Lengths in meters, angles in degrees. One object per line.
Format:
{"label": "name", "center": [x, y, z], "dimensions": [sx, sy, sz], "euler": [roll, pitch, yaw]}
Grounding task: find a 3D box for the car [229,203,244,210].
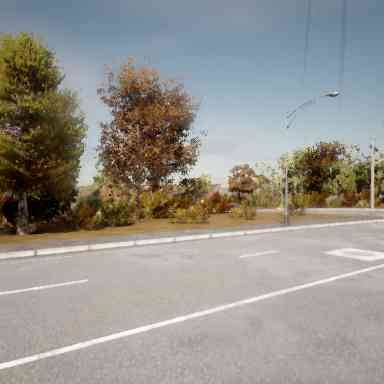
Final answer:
{"label": "car", "center": [6.531, 2.444, 52.939], "dimensions": [1.994, 1.385, 4.181], "euler": [0, -3, -32]}
